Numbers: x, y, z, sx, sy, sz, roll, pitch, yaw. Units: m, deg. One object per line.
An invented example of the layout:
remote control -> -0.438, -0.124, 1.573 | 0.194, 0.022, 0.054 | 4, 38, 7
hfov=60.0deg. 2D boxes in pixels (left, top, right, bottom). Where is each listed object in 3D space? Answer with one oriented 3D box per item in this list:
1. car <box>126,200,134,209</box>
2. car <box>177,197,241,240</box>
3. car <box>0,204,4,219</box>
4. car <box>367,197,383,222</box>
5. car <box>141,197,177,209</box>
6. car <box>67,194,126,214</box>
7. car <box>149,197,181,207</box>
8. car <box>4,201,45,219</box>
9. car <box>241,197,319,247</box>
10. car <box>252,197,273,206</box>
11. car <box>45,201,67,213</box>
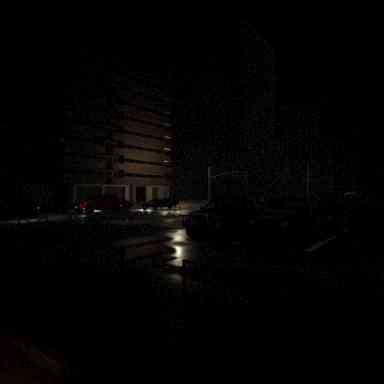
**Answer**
car -> -9.952, 1.547, 43.102 | 2.033, 1.411, 5.357 | 0, 0, 34
car -> 1.542, 1.153, 16.003 | 1.932, 1.855, 4.605 | 0, 0, 34
car -> -15.642, 1.491, 21.882 | 2.128, 1.511, 4.902 | 0, 0, 35
car -> 15.935, 1.395, 27.290 | 1.970, 1.475, 3.806 | 0, 0, 34
car -> -4.497, 1.547, 44.933 | 2.033, 1.411, 5.357 | 0, 0, 34
car -> -10.305, 1.221, 36.295 | 2.150, 2.045, 5.566 | 0, 0, 34
car -> -4.121, 1.547, 51.719 | 2.033, 1.411, 5.357 | 0, 0, 35
car -> -15.411, 1.564, 28.694 | 1.994, 1.385, 4.181 | 0, 0, 34
car -> 3.909, 1.156, 14.336 | 1.905, 1.878, 3.866 | 0, 0, 34
car -> 12.090, 1.526, 56.754 | 1.812, 1.442, 4.674 | 0, 0, 34
car -> -15.327, 1.601, 35.098 | 1.895, 1.301, 4.718 | 0, 0, 34
